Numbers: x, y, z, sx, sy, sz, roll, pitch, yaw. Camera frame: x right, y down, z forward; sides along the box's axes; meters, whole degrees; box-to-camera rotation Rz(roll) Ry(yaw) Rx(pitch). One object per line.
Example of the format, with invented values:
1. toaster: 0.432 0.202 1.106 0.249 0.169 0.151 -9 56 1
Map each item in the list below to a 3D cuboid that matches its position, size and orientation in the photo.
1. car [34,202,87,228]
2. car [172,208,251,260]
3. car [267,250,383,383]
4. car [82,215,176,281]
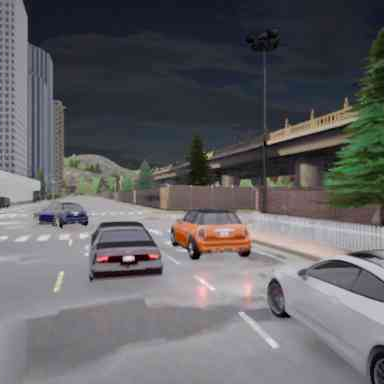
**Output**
1. car: -9.419 1.529 23.698 4.553 1.767 2.097 -1 0 41
2. car: 0.537 1.418 13.063 2.097 1.767 4.553 0 0 -15
3. car: 2.639 1.543 4.659 1.812 1.442 4.674 0 0 -9
4. car: -2.157 1.606 10.138 2.033 1.411 5.357 0 0 -16
